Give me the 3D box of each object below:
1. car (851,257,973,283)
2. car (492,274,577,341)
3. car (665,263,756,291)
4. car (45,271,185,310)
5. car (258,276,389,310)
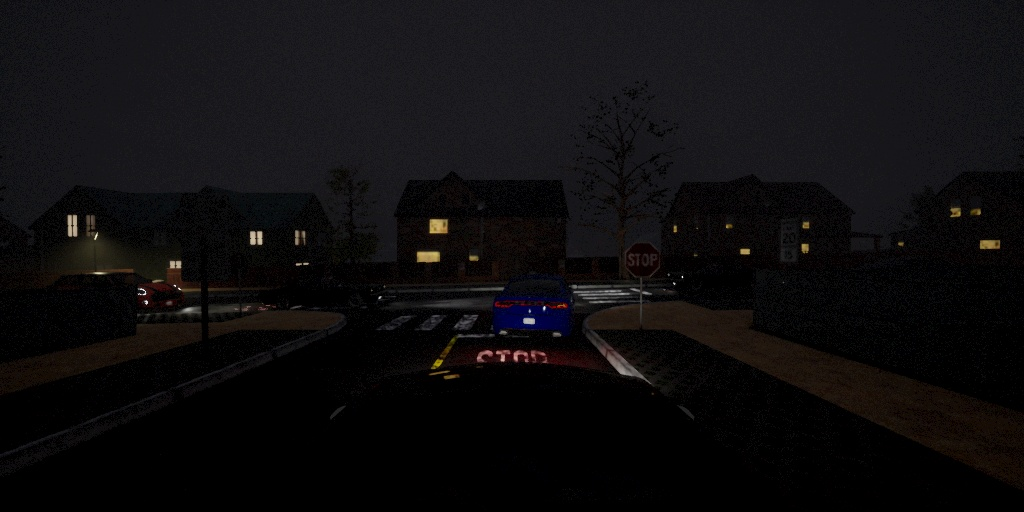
[{"bbox_3d":[20.044,0.753,18.213,5.357,1.411,2.033,-1,1,0],"label":"car"},{"bbox_3d":[0.780,1.226,10.029,1.882,1.535,5.008,0,0,10],"label":"car"},{"bbox_3d":[10.399,1.034,18.171,4.718,1.301,1.895,-1,1,-1],"label":"car"},{"bbox_3d":[-16.808,1.471,15.217,4.553,1.767,2.097,-1,1,0],"label":"car"},{"bbox_3d":[-7.821,1.506,15.231,4.718,1.301,1.895,-1,1,0],"label":"car"}]
